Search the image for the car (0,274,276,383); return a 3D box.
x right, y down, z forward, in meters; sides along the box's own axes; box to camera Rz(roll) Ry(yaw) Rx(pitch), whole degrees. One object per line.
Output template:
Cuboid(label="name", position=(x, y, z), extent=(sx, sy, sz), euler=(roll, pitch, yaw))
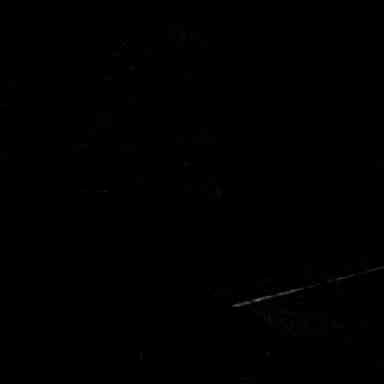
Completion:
Cuboid(label="car", position=(-1.425, 1.480, 2.731), extent=(5.008, 1.535, 1.882), euler=(1, 0, -36))
